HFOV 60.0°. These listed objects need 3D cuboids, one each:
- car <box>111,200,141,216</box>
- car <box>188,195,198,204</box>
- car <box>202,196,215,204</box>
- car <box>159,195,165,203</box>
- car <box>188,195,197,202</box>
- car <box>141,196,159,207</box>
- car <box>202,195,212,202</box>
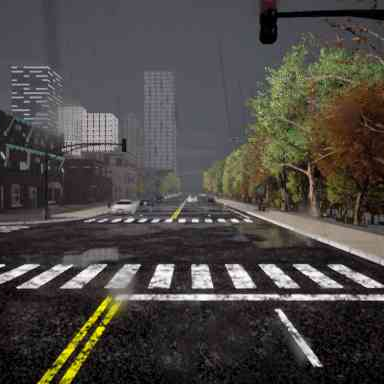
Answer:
[{"bbox_3d":[-6.572,1.509,32.704,1.812,1.442,4.674,0,0,0],"label":"car"},{"bbox_3d":[0.153,1.489,64.624,1.812,1.442,4.674,0,0,0],"label":"car"},{"bbox_3d":[3.410,1.511,63.743,2.033,1.411,5.357,0,0,0],"label":"car"},{"bbox_3d":[-6.445,1.470,67.333,1.837,1.490,4.892,0,0,0],"label":"car"},{"bbox_3d":[0.085,1.433,74.817,1.882,1.535,5.008,0,0,0],"label":"car"},{"bbox_3d":[-6.547,1.466,49.176,2.128,1.511,4.902,0,0,0],"label":"car"},{"bbox_3d":[3.328,1.496,74.397,2.033,1.411,5.357,0,0,0],"label":"car"}]
